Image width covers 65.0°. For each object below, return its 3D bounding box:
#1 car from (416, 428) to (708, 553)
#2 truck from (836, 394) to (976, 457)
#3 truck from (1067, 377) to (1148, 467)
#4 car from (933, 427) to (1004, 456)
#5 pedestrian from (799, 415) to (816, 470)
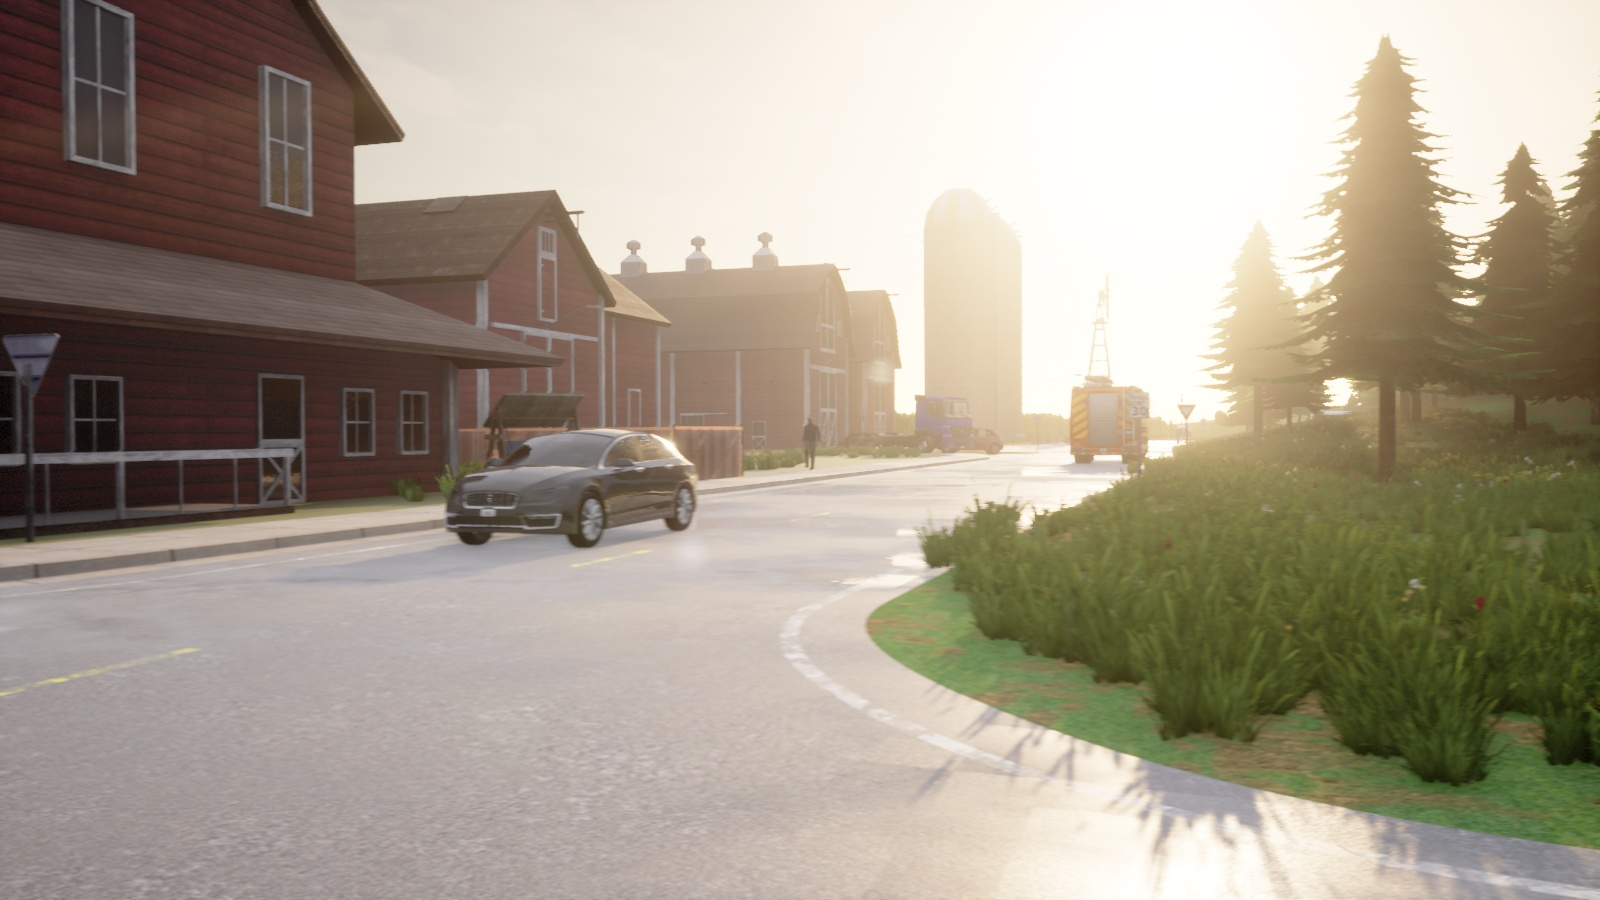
[{"bbox_3d":[-3.088,0.448,17.544,1.837,1.490,4.892,0,1,19],"label":"car"},{"bbox_3d":[6.081,-1.384,72.880,7.936,3.462,2.891,0,1,42],"label":"truck"},{"bbox_3d":[14.251,-1.256,57.697,2.891,3.827,8.468,0,1,19],"label":"truck"},{"bbox_3d":[10.156,-0.521,75.971,3.988,1.617,1.851,1,1,-1],"label":"car"},{"bbox_3d":[0.257,-0.242,42.337,0.402,1.842,0.726,0,1,15],"label":"pedestrian"}]
